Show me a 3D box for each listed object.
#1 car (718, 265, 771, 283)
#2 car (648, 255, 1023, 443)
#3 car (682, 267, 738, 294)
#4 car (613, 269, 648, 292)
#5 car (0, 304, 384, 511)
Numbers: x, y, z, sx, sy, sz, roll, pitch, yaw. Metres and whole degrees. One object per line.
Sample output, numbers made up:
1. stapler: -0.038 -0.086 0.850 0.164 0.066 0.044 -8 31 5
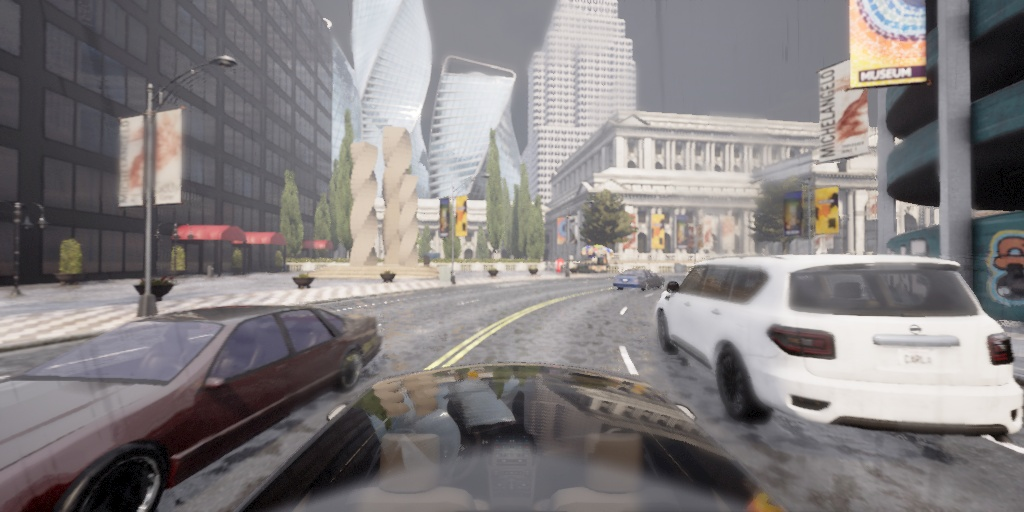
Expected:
1. car: 22.334 1.666 34.417 5.008 1.535 1.882 0 -1 -25
2. car: 4.006 1.029 5.823 2.150 2.045 5.566 0 -1 9
3. car: 13.374 1.537 24.068 2.128 1.511 4.902 -1 -1 43
4. car: 8.670 1.583 24.256 2.033 1.411 5.357 0 -1 40
5. car: -3.392 1.318 4.148 2.033 1.411 5.357 0 -1 5
